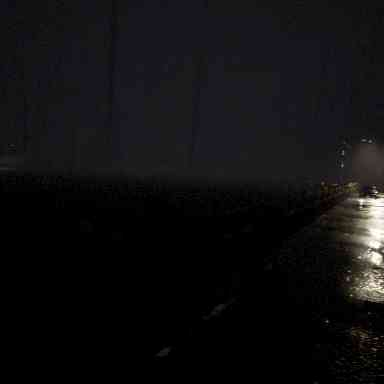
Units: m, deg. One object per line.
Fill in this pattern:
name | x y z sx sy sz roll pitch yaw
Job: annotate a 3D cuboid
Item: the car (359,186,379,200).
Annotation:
car | 20.397 0.033 38.407 2.033 1.411 5.357 5 4 29
